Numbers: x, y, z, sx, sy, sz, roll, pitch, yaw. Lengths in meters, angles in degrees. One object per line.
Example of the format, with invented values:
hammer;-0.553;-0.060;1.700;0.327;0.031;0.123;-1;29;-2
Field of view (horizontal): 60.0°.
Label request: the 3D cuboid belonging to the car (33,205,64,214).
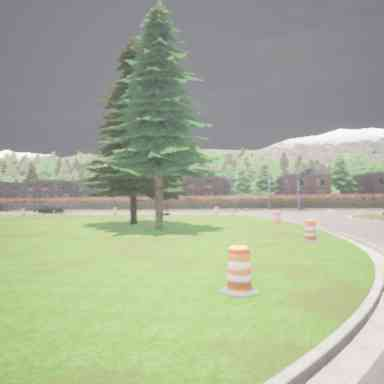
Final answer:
car;-23.480;2.858;54.436;4.892;1.490;1.837;-1;-1;10
